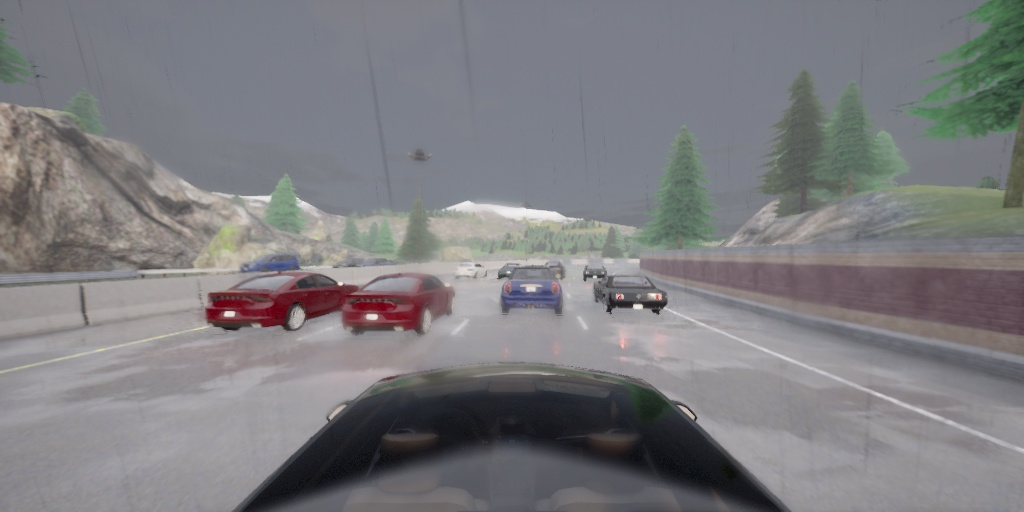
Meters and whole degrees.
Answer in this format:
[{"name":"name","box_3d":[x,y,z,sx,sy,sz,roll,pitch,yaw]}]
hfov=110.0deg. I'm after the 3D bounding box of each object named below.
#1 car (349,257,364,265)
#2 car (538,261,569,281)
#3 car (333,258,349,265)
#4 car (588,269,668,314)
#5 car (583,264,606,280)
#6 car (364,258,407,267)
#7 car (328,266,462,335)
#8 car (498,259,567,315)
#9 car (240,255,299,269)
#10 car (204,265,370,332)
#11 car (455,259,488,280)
[{"name":"car","box_3d":[-15.761,1.048,40.712,2.097,1.767,4.553,0,0,15]},{"name":"car","box_3d":[3.716,1.247,31.391,2.128,1.511,4.902,0,0,13]},{"name":"car","box_3d":[-19.008,1.037,42.119,2.097,1.767,4.553,0,0,15]},{"name":"car","box_3d":[4.311,1.361,13.863,1.895,1.301,4.718,0,0,5]},{"name":"car","box_3d":[7.097,1.366,30.621,1.895,1.301,4.718,0,0,13]},{"name":"car","box_3d":[-12.894,1.198,37.851,2.128,1.511,4.902,0,0,14]},{"name":"car","box_3d":[-2.983,1.217,10.512,1.882,1.535,5.008,0,0,4]},{"name":"car","box_3d":[0.826,1.102,13.781,2.097,1.767,4.553,0,0,5]},{"name":"car","box_3d":[-24.134,0.892,36.042,2.150,2.045,5.566,0,0,13]},{"name":"car","box_3d":[-6.460,1.207,10.866,1.882,1.535,5.008,0,0,4]},{"name":"car","box_3d":[-3.508,1.260,31.189,1.812,1.442,4.674,0,0,12]}]
